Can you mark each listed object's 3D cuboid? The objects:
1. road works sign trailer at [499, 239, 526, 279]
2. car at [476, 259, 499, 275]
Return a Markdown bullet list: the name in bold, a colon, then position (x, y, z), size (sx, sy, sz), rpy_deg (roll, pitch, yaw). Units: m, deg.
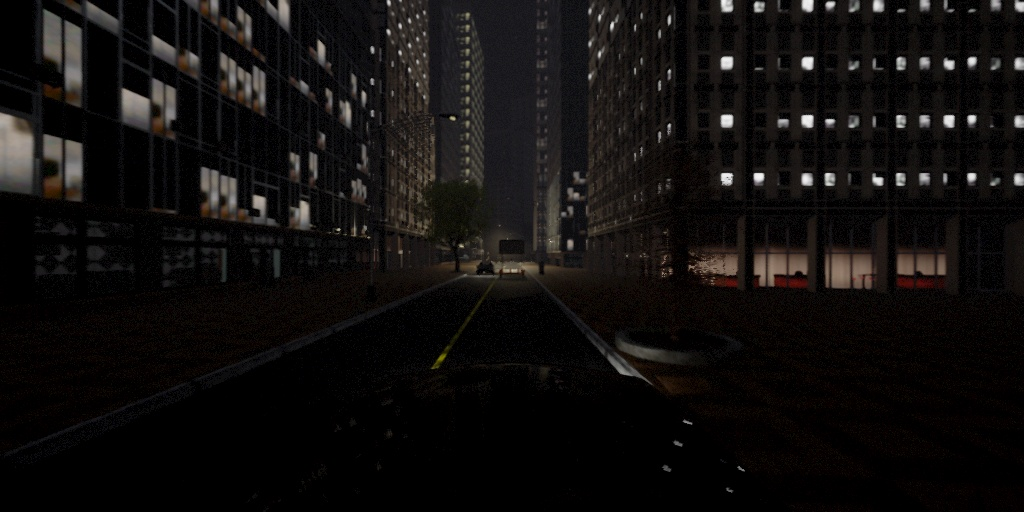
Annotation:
- **road works sign trailer**: position (-0.016, 0.226, 32.891), size (2.380, 3.560, 2.880), rpy_deg (0, 0, 0)
- **car**: position (-2.856, 1.314, 39.498), size (2.033, 1.411, 5.357), rpy_deg (0, 0, 0)
